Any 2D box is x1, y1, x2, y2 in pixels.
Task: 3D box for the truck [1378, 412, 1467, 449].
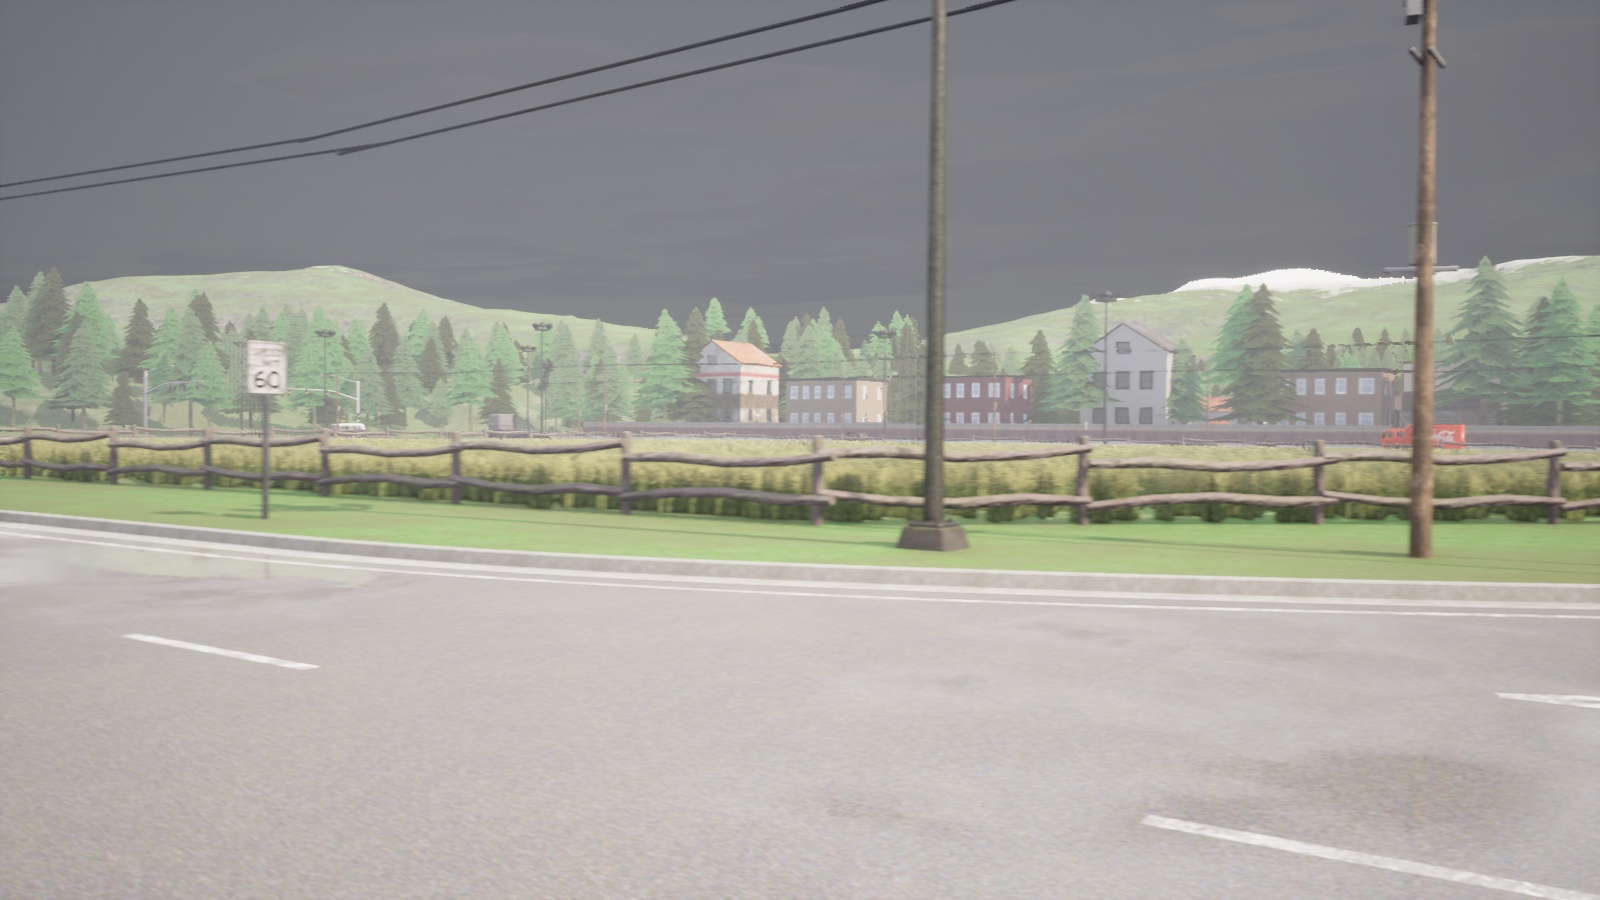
[{"bbox_3d":[42.936,-1.334,86.672,5.204,2.467,2.627,0,1,34],"label":"truck"}]
